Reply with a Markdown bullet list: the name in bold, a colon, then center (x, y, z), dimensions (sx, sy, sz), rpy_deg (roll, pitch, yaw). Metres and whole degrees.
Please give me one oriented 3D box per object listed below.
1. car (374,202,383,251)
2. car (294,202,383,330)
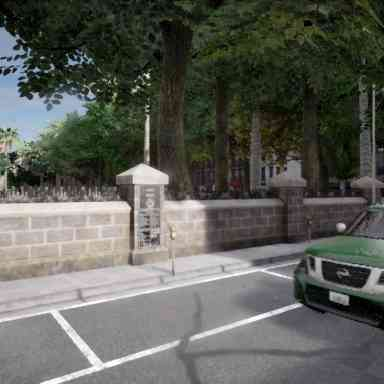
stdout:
- **car**: center (9.787, 1.310, 13.521), dimensions (5.009, 1.841, 2.192), rpy_deg (0, 0, -36)
- **car**: center (4.428, 1.220, 6.537), dimensions (5.566, 2.045, 2.150), rpy_deg (0, 0, -35)
